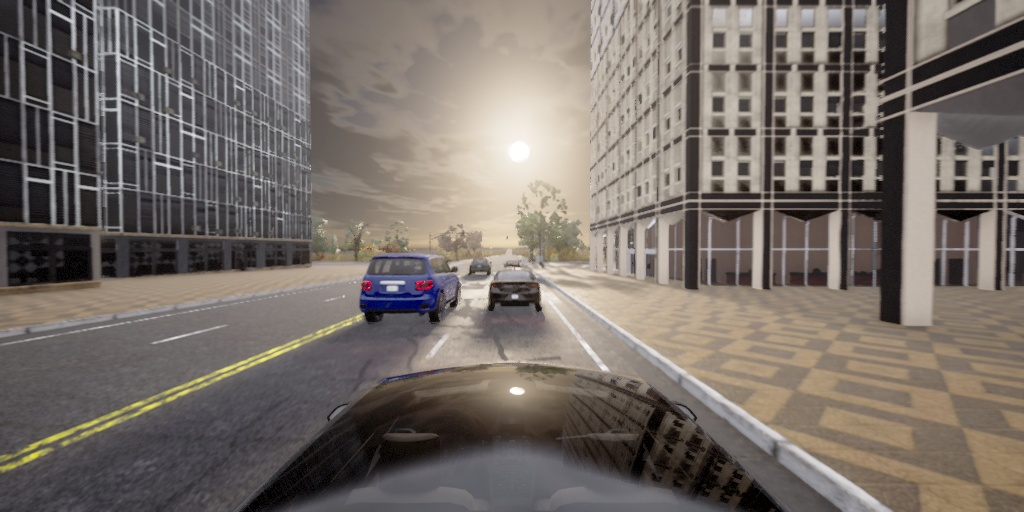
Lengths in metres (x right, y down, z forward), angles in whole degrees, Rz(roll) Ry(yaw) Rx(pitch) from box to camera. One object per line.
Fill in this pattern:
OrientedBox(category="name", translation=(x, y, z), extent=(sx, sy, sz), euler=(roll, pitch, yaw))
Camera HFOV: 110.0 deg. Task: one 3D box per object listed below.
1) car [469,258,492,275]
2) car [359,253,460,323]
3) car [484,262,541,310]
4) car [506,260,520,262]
OrientedBox(category="car", translation=(-3.149, 0.982, 36.587), extent=(2.097, 1.767, 4.553), euler=(0, 0, 0))
OrientedBox(category="car", translation=(-3.150, 0.939, 12.122), extent=(2.150, 2.045, 5.566), euler=(0, 0, 0))
OrientedBox(category="car", translation=(0.100, 1.187, 14.445), extent=(1.882, 1.535, 5.008), euler=(0, 0, 0))
OrientedBox(category="car", translation=(0.101, 1.136, 36.192), extent=(1.837, 1.490, 4.892), euler=(0, 0, 0))
